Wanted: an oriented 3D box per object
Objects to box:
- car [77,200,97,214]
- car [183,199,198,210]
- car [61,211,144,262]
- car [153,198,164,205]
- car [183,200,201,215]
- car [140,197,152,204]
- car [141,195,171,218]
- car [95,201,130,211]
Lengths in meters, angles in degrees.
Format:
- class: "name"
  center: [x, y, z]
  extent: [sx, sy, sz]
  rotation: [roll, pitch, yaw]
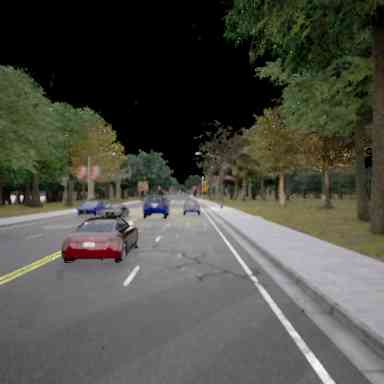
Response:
- class: "car"
  center: [-9.947, 1.599, 33.346]
  extent: [1.882, 1.535, 5.008]
  rotation: [0, 0, 0]
- class: "car"
  center: [-0.188, 1.760, 47.453]
  extent: [1.994, 1.385, 4.181]
  rotation: [0, 0, 0]
- class: "car"
  center: [-3.163, 1.599, 12.233]
  extent: [1.994, 1.385, 4.181]
  rotation: [0, 0, 0]
- class: "car"
  center: [-6.945, 1.913, 69.465]
  extent: [1.895, 1.301, 4.718]
  rotation: [0, 0, -1]
- class: "car"
  center: [-0.018, 1.682, 36.112]
  extent: [2.033, 1.411, 5.357]
  rotation: [0, 0, 0]
- class: "car"
  center: [-10.260, 1.783, 74.300]
  extent: [2.128, 1.511, 4.902]
  rotation: [0, 0, -1]
- class: "car"
  center: [-3.238, 1.332, 31.231]
  extent: [2.150, 2.045, 5.566]
  rotation: [0, 0, 0]
- class: "car"
  center: [-6.673, 1.664, 28.977]
  extent: [1.994, 1.385, 4.181]
  rotation: [0, 0, 0]
